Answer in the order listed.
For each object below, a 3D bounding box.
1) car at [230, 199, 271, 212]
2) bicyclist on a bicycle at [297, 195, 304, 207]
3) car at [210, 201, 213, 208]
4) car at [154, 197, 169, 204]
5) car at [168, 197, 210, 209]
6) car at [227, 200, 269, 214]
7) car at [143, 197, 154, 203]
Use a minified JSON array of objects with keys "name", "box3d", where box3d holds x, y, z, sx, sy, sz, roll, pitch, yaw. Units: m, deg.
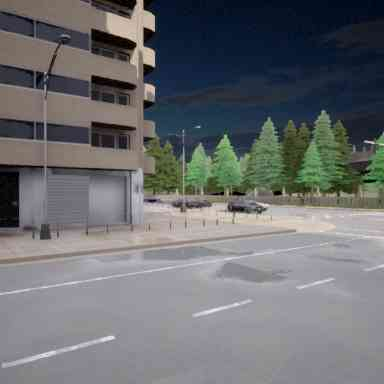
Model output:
[{"name":"car","box3d":[6.805,1.545,39.186,1.895,1.301,4.718,0,0,-35]},{"name":"bicyclist on a bicycle","box3d":[15.151,1.245,46.458,1.656,1.620,0.582,0,0,-35]},{"name":"car","box3d":[1.077,1.508,47.082,1.994,1.385,4.181,0,0,-37]},{"name":"car","box3d":[-3.799,1.545,57.959,4.718,1.301,1.895,0,0,40]},{"name":"car","box3d":[-0.462,1.492,43.550,2.033,1.411,5.357,0,0,-37]},{"name":"car","box3d":[5.569,1.508,34.802,1.994,1.385,4.181,0,0,-35]},{"name":"car","box3d":[-7.154,1.545,64.451,4.718,1.301,1.895,0,0,31]}]
